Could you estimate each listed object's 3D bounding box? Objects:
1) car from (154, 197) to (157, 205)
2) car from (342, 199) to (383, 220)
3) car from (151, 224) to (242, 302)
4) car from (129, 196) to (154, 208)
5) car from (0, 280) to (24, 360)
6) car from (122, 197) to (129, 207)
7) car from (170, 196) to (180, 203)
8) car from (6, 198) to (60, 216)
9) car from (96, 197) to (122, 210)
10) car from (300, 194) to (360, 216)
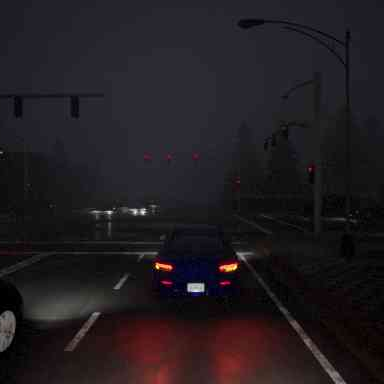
[{"bbox_3d":[-7.105,1.505,57.332,1.837,1.490,4.892,0,0,1],"label":"car"},{"bbox_3d":[15.886,1.547,27.706,5.357,1.411,2.033,0,0,0],"label":"car"},{"bbox_3d":[0.131,1.526,8.186,1.812,1.442,4.674,0,0,2],"label":"car"},{"bbox_3d":[-7.108,1.491,47.257,2.128,1.511,4.902,0,0,0],"label":"car"},{"bbox_3d":[-3.441,1.505,3.053,1.837,1.490,4.892,0,0,0],"label":"car"},{"bbox_3d":[-10.630,1.477,51.240,1.882,1.535,5.008,0,0,0],"label":"car"},{"bbox_3d":[-3.477,1.477,69.696,1.882,1.535,5.008,0,0,0],"label":"car"},{"bbox_3d":[-15.112,1.352,31.605,4.553,1.767,2.097,0,0,0],"label":"car"},{"bbox_3d":[-10.623,1.526,42.037,1.812,1.442,4.674,0,0,0],"label":"car"},{"bbox_3d":[13.064,1.222,31.205,5.566,2.045,2.150,0,0,0],"label":"car"}]
